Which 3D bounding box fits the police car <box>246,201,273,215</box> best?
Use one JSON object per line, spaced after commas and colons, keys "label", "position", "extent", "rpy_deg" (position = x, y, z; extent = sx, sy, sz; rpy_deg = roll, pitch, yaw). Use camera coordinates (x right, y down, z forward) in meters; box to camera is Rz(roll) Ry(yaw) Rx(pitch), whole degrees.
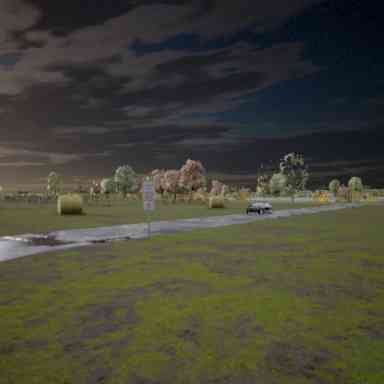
{"label": "police car", "position": [8.417, 1.925, 41.569], "extent": [1.930, 1.638, 5.238], "rpy_deg": [-1, -1, 35]}
